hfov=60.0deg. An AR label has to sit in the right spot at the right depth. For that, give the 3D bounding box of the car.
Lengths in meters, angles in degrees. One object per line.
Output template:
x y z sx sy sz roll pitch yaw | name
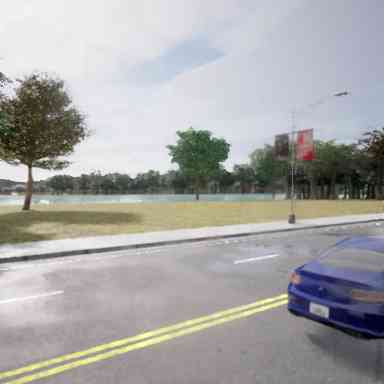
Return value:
3.684 1.508 6.071 4.674 1.442 1.812 0 0 -35 | car
